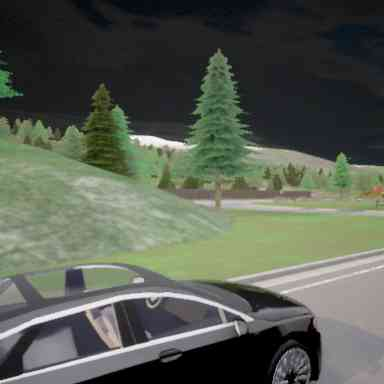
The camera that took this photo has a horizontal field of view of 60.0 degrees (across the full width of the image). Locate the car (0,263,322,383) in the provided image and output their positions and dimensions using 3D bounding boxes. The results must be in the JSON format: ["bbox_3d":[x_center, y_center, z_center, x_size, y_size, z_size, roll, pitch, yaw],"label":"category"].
[{"bbox_3d":[-0.708,1.494,3.242,4.902,1.511,2.128,0,0,-36],"label":"car"}]
